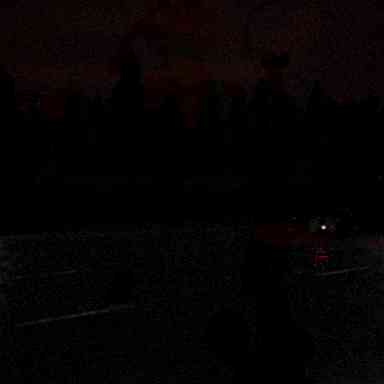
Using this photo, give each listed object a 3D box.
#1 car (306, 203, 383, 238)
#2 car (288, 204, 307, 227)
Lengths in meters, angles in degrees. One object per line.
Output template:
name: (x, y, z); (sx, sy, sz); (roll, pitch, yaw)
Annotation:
car: (8.634, 1.494, 17.547); (4.892, 1.490, 1.837); (0, 0, -28)
car: (8.450, 1.462, 21.411); (5.008, 1.535, 1.882); (0, 0, -28)
